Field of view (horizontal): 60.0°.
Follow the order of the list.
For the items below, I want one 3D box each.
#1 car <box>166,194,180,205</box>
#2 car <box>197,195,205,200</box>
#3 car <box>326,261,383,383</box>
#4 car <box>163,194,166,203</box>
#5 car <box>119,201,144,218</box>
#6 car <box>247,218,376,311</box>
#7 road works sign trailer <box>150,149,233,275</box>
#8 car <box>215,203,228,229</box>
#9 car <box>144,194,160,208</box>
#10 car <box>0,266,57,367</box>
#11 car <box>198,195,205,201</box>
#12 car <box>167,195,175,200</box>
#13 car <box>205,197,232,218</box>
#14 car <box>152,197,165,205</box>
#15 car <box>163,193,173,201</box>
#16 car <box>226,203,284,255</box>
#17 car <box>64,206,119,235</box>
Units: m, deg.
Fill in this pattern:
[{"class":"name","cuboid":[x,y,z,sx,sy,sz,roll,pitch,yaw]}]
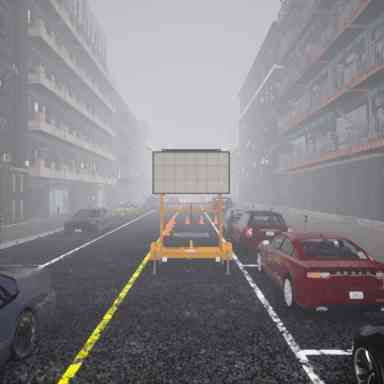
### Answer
[{"class":"car","cuboid":[-3.119,1.464,57.222,1.882,1.535,5.008,0,0,0]},{"class":"car","cuboid":[2.500,1.514,92.195,1.887,1.381,4.507,0,0,0]},{"class":"car","cuboid":[2.686,1.566,2.013,1.947,1.339,4.313,0,0,0]},{"class":"car","cuboid":[-5.798,1.304,52.727,2.192,1.841,5.009,0,0,0]},{"class":"car","cuboid":[-5.752,1.522,30.011,1.752,1.417,4.829,0,0,0]},{"class":"car","cuboid":[2.675,1.545,7.649,1.887,1.381,4.507,0,0,0]},{"class":"road works sign trailer","cuboid":[-0.022,0.464,10.413,2.380,3.560,2.880,0,0,0]},{"class":"car","cuboid":[2.652,1.550,18.922,2.008,1.369,4.403,0,0,0]},{"class":"car","cuboid":[-5.787,1.431,47.091,1.967,1.590,4.097,0,0,0]},{"class":"car","cuboid":[-3.108,1.547,3.126,2.033,1.411,5.357,0,0,0]},{"class":"car","cuboid":[2.523,1.501,81.093,1.752,1.417,4.829,0,0,0]},{"class":"car","cuboid":[-5.880,1.514,92.182,1.887,1.381,4.507,0,0,0]},{"class":"car","cuboid":[2.630,1.312,30.195,2.192,1.841,5.009,0,0,0]},{"class":"car","cuboid":[-5.811,1.568,58.364,1.802,1.307,4.206,0,0,0]},{"class":"car","cuboid":[-5.856,1.290,80.909,2.192,1.841,5.009,0,0,0]},{"class":"car","cuboid":[2.664,1.440,13.286,1.967,1.590,4.097,0,0,0]},{"class":"car","cuboid":[-5.729,1.565,18.908,1.947,1.339,4.313,0,0,0]}]
